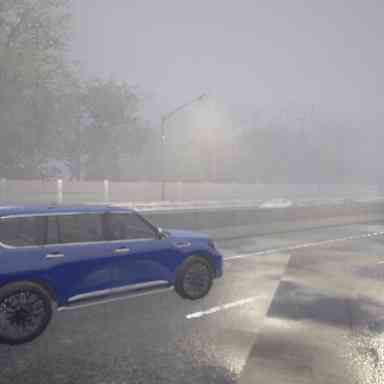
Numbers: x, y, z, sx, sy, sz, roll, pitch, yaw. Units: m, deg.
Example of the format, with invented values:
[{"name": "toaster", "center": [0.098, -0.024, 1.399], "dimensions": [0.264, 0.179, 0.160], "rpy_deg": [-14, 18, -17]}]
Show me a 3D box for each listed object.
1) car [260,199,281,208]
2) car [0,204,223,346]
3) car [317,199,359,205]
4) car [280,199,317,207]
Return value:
[{"name": "car", "center": [9.685, 1.542, 37.344], "dimensions": [4.674, 1.442, 1.812], "rpy_deg": [0, 0, -37]}, {"name": "car", "center": [-1.934, 1.252, 6.683], "dimensions": [5.566, 2.045, 2.150], "rpy_deg": [0, 0, -37]}, {"name": "car", "center": [14.763, 1.462, 32.398], "dimensions": [4.902, 1.511, 2.128], "rpy_deg": [0, 0, -37]}, {"name": "car", "center": [11.543, 1.560, 34.364], "dimensions": [4.181, 1.385, 1.994], "rpy_deg": [0, 0, -37]}]
